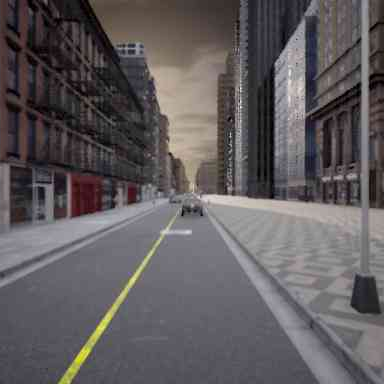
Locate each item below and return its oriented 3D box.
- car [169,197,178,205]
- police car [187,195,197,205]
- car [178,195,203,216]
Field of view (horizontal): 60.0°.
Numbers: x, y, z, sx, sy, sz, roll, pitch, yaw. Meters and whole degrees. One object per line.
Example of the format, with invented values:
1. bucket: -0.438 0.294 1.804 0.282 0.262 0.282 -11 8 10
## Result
1. car: -3.045 1.567 60.363 1.994 1.385 4.181 0 0 1
2. police car: -0.016 1.444 62.547 1.930 1.638 5.238 0 0 0
3. car: 0.039 1.350 33.092 2.097 1.767 4.553 0 0 0
